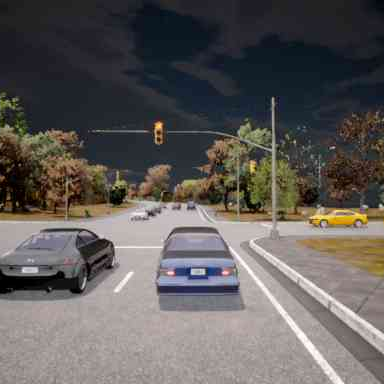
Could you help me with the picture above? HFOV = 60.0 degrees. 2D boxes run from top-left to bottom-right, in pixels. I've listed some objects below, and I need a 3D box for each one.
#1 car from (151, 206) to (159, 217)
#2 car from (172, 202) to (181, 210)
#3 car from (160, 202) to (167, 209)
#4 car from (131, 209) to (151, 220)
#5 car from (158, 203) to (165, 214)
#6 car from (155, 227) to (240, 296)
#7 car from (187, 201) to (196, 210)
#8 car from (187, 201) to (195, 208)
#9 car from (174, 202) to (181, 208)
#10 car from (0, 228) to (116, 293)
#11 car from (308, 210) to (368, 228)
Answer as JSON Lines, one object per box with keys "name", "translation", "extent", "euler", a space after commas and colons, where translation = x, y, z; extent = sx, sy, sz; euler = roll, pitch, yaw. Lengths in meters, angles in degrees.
{"name": "car", "translation": [-7.222, 3.494, 56.523], "extent": [1.895, 1.301, 4.718], "euler": [0, -1, 0]}
{"name": "car", "translation": [-3.689, 3.486, 78.314], "extent": [1.812, 1.442, 4.674], "euler": [0, 0, 0]}
{"name": "car", "translation": [-7.196, 3.290, 80.627], "extent": [2.097, 1.767, 4.553], "euler": [0, 0, 0]}
{"name": "car", "translation": [-7.217, 3.146, 46.279], "extent": [1.812, 1.442, 4.674], "euler": [0, -2, 0]}
{"name": "car", "translation": [-7.182, 3.539, 66.855], "extent": [2.033, 1.411, 5.357], "euler": [0, 0, 1]}
{"name": "car", "translation": [0.070, 1.647, 8.971], "extent": [2.033, 1.411, 5.357], "euler": [0, -1, -1]}
{"name": "car", "translation": [-0.187, 3.311, 77.853], "extent": [2.097, 1.767, 4.553], "euler": [0, 0, 0]}
{"name": "car", "translation": [-0.307, 3.243, 88.032], "extent": [1.882, 1.535, 5.008], "euler": [0, 0, -4]}
{"name": "car", "translation": [-3.830, 3.428, 88.290], "extent": [1.837, 1.490, 4.892], "euler": [0, 0, -4]}
{"name": "car", "translation": [-3.443, 1.665, 9.081], "extent": [1.994, 1.385, 4.181], "euler": [0, -1, 0]}
{"name": "car", "translation": [12.970, 2.368, 29.698], "extent": [5.008, 1.535, 1.882], "euler": [0, -3, -2]}
